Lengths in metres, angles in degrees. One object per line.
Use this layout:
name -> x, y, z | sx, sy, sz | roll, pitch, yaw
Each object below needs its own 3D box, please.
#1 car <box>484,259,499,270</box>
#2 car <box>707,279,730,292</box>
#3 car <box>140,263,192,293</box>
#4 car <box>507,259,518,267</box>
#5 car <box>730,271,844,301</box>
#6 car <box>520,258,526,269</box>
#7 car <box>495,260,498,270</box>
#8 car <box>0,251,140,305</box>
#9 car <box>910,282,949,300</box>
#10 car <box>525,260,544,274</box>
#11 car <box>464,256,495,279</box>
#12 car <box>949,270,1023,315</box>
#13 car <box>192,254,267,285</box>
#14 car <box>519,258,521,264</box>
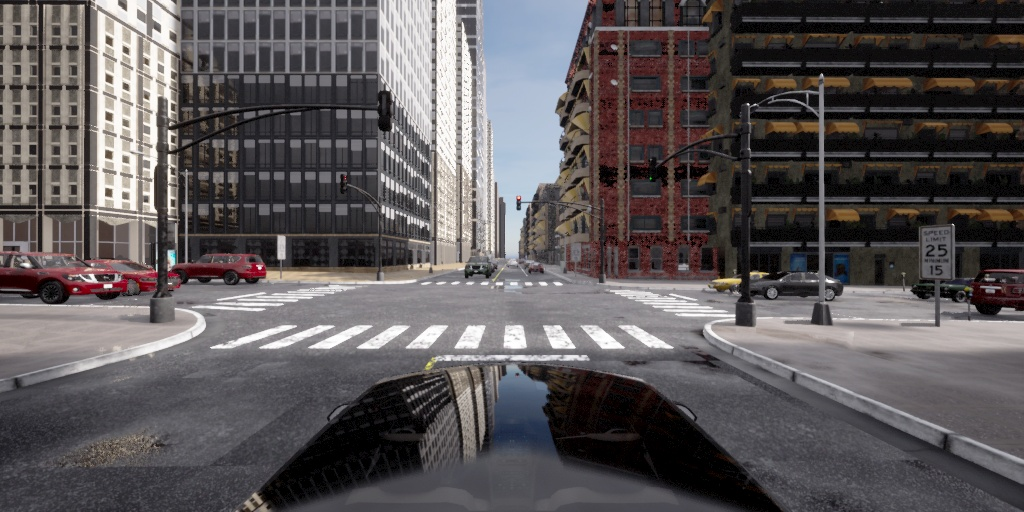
car -> -3.064, 1.244, 53.921 | 1.882, 1.535, 5.008 | 0, 0, 0
car -> 14.640, 1.587, 21.968 | 4.829, 1.417, 1.751 | 0, 0, 0
car -> -17.668, 0.925, 15.912 | 5.008, 1.535, 1.882 | 1, 0, 0
car -> 0.136, 1.299, 64.877 | 1.812, 1.442, 4.674 | 0, 0, 0
car -> 14.922, 1.562, 19.350 | 4.892, 1.490, 1.837 | 1, 0, 2
car -> 2.715, 1.317, 54.588 | 2.007, 1.370, 4.403 | 0, 0, 0
car -> -3.073, 1.286, 43.648 | 1.812, 1.442, 4.674 | 0, 0, 0
car -> -17.570, 0.757, 13.321 | 5.009, 1.841, 2.192 | 0, 0, 0
car -> 24.796, 1.837, 19.461 | 4.718, 1.301, 1.895 | 1, 0, 0
car -> 2.760, 1.341, 41.671 | 1.802, 1.307, 4.207 | 0, 0, 0
car -> -3.085, 0.977, 33.574 | 2.150, 2.045, 5.566 | 0, 0, 0
car -> 20.604, 1.461, 13.669 | 5.009, 1.841, 2.192 | 0, 0, 0
car -> -17.701, 0.776, 21.701 | 5.009, 1.841, 2.192 | 0, 0, 0
car -> 2.719, 1.321, 60.236 | 2.007, 1.370, 4.403 | 0, 0, 0
